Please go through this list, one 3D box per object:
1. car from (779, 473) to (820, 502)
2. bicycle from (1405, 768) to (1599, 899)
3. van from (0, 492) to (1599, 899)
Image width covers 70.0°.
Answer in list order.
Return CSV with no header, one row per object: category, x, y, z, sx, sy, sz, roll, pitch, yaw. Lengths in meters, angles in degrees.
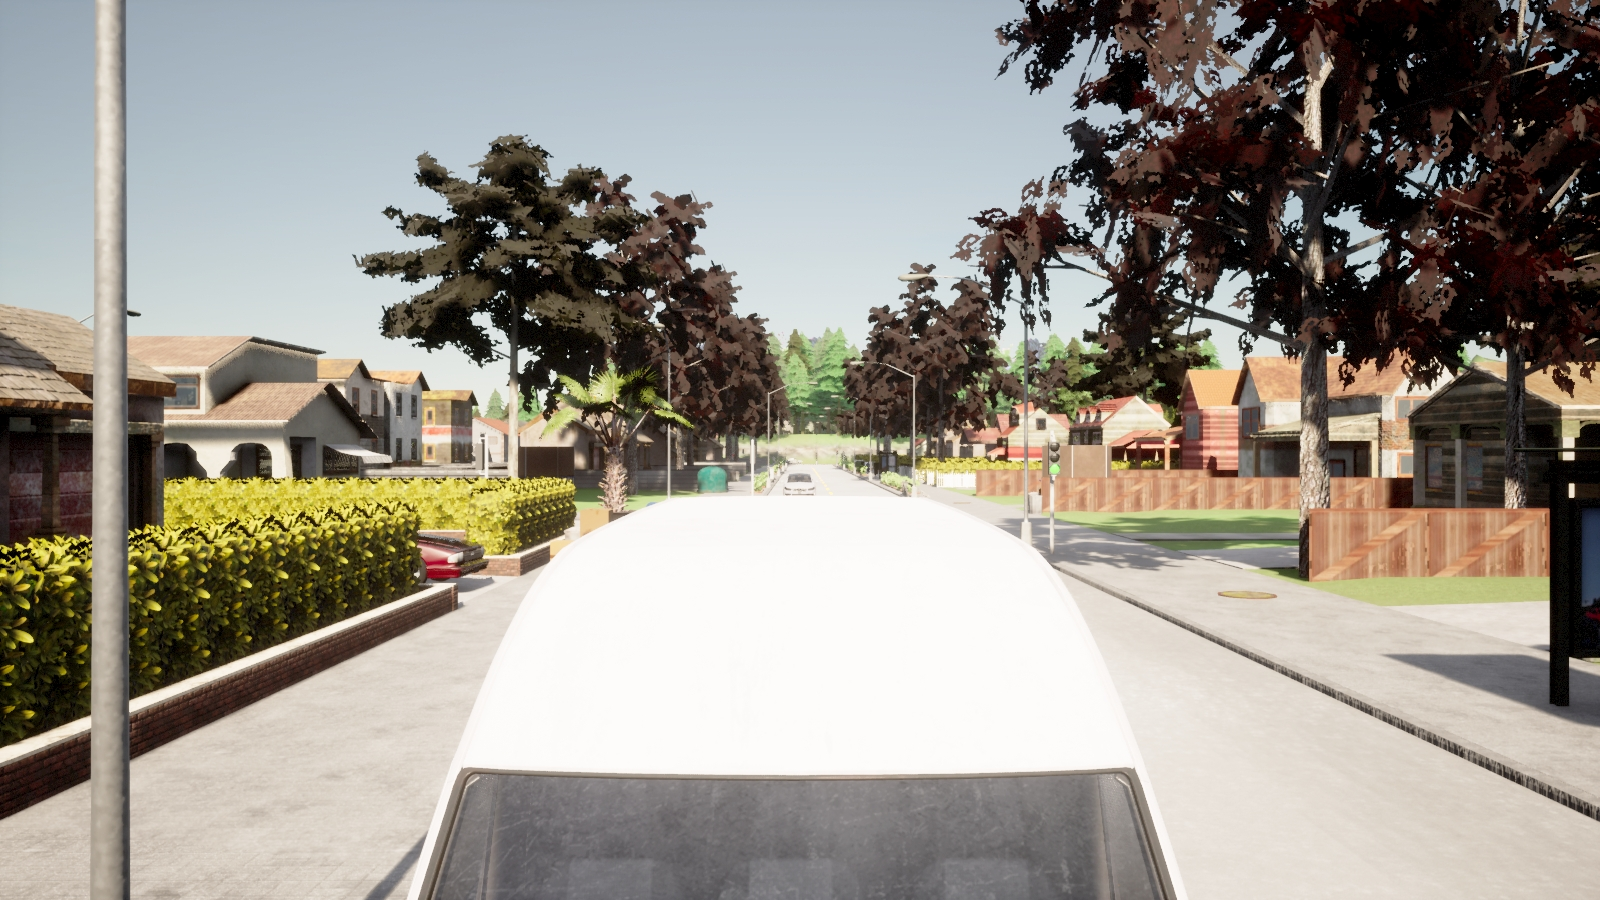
car,-0.024,2.087,64.511,2.231,1.480,4.892,0,0,0
bicycle,2.687,2.062,3.843,0.329,1.471,1.835,0,0,0
van,0.002,1.537,4.030,1.988,2.561,5.915,0,0,0
